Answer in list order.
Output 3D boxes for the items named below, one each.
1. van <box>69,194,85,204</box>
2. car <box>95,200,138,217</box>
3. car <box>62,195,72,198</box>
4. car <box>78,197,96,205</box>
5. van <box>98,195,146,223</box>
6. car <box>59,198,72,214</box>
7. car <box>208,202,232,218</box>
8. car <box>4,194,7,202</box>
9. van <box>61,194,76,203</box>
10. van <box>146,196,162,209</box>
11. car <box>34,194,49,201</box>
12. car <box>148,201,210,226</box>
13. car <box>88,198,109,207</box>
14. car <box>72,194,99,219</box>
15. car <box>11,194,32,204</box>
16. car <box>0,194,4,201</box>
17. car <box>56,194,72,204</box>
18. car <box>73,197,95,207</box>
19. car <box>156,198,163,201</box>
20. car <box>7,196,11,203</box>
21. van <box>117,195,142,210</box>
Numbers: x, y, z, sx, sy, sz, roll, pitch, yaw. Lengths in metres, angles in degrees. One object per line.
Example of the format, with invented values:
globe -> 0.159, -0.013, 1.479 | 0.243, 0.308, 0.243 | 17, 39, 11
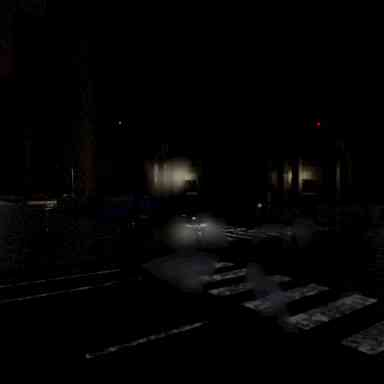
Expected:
van -> -21.466, 1.326, 62.055 | 1.690, 1.788, 3.998 | 0, 0, -36
car -> -7.444, 1.522, 32.380 | 2.033, 1.411, 5.357 | 0, 0, -37
car -> -14.520, 1.446, 42.306 | 1.882, 1.535, 5.008 | 0, 0, -36
car -> -18.162, 1.567, 57.437 | 1.802, 1.307, 4.206 | 0, 0, -36
van -> -5.268, 1.313, 24.774 | 1.690, 1.788, 3.998 | 0, 0, -36
car -> -11.877, 1.546, 34.007 | 1.802, 1.307, 4.206 | 0, 0, -36
car -> 1.663, 1.547, 29.736 | 2.008, 1.369, 4.403 | 0, 0, -36
car -> -38.211, 1.487, 70.804 | 1.752, 1.417, 4.829 | 0, 0, -36
van -> -24.770, 1.326, 66.672 | 1.690, 1.788, 3.998 | 0, 0, -36
van -> -4.945, 1.330, 38.971 | 1.690, 1.788, 3.998 | 0, 0, -36
car -> -37.987, 1.301, 85.140 | 2.192, 1.841, 5.009 | 0, 0, -36
car -> -1.016, 1.546, 23.408 | 1.994, 1.385, 4.181 | 0, 0, -35
car -> -14.858, 1.567, 52.820 | 1.802, 1.307, 4.206 | 0, 0, -36
car -> -8.572, 1.283, 29.391 | 2.192, 1.841, 5.009 | 0, 0, -36
car -> -31.702, 1.512, 61.708 | 2.008, 1.369, 4.403 | 0, 0, -36
car -> -41.614, 1.527, 75.559 | 1.947, 1.339, 4.313 | 0, 0, -36
car -> -22.317, 1.525, 58.497 | 2.033, 1.411, 5.357 | 0, 0, -36
car -> -16.312, 1.503, 50.192 | 1.812, 1.442, 4.674 | 0, 0, -35
car -> -1.641, 1.574, 34.353 | 1.802, 1.307, 4.206 | 0, 0, -36
car -> -35.005, 1.401, 66.325 | 1.967, 1.590, 4.097 | 0, 0, -36
van -> -8.249, 1.327, 43.587 | 1.690, 1.788, 3.998 | 0, 0, -36
